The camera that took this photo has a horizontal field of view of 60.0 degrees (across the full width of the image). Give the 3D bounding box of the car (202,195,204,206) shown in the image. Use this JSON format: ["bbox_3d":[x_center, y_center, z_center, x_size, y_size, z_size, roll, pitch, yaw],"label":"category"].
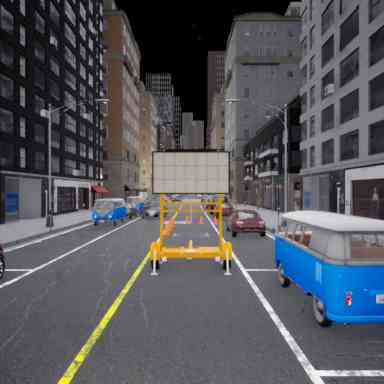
[{"bbox_3d":[2.729,1.443,45.265,1.967,1.590,4.097,0,0,0],"label":"car"}]

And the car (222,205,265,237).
[{"bbox_3d":[2.807,1.581,17.758,1.802,1.307,4.206,0,0,0],"label":"car"}]

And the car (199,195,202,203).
[{"bbox_3d":[2.697,1.558,56.267,2.008,1.369,4.403,0,0,0],"label":"car"}]

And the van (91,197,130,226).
[{"bbox_3d":[-5.735,1.340,23.236,1.690,1.788,3.998,0,0,0],"label":"van"}]

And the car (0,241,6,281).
[{"bbox_3d":[-5.688,1.440,6.731,1.967,1.590,4.097,0,0,0],"label":"car"}]

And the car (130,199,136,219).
[{"bbox_3d":[-5.750,1.551,28.736,2.008,1.369,4.403,0,0,0],"label":"car"}]

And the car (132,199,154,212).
[{"bbox_3d":[-5.781,1.567,39.739,1.947,1.339,4.313,0,0,0],"label":"car"}]

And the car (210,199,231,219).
[{"bbox_3d":[2.776,1.582,28.760,1.802,1.307,4.206,0,0,0],"label":"car"}]

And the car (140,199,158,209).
[{"bbox_3d":[-5.796,1.585,45.241,1.802,1.307,4.206,0,0,0],"label":"car"}]

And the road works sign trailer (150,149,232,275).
[{"bbox_3d":[-0.028,0.464,10.426,2.380,3.560,2.880,0,0,0],"label":"road works sign trailer"}]

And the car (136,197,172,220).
[{"bbox_3d":[-3.180,1.491,28.635,2.128,1.511,4.902,0,0,0],"label":"car"}]

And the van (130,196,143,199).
[{"bbox_3d":[-5.766,1.342,34.238,1.690,1.788,3.998,0,0,0],"label":"van"}]

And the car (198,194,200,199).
[{"bbox_3d":[2.666,1.578,67.270,1.947,1.339,4.313,0,0,0],"label":"car"}]

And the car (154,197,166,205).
[{"bbox_3d":[-5.844,1.591,61.745,1.802,1.307,4.206,0,0,0],"label":"car"}]

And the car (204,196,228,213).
[{"bbox_3d":[2.759,1.315,34.262,2.192,1.841,5.009,0,0,0],"label":"car"}]

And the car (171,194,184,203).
[{"bbox_3d":[-3.194,1.578,69.509,1.994,1.385,4.181,0,0,0],"label":"car"}]

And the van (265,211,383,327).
[{"bbox_3d":[2.838,1.341,6.755,1.690,1.788,3.998,0,0,0],"label":"van"}]
